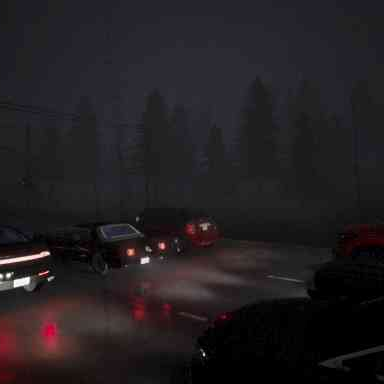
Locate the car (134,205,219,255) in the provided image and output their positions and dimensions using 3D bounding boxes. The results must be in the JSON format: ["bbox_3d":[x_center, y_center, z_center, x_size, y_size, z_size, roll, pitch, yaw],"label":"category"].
[{"bbox_3d":[-1.246,1.352,13.474,4.553,1.767,2.097,0,0,36],"label":"car"}]

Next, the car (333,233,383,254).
[{"bbox_3d":[4.362,1.601,5.184,4.718,1.301,1.895,0,0,35],"label":"car"}]

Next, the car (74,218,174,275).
[{"bbox_3d":[-3.067,1.601,10.469,4.718,1.301,1.895,0,0,37],"label":"car"}]

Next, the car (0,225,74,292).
[{"bbox_3d":[-5.196,1.492,7.692,4.902,1.511,2.128,0,0,35],"label":"car"}]

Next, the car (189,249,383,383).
[{"bbox_3d":[2.208,1.492,2.401,4.902,1.511,2.128,0,0,36],"label":"car"}]

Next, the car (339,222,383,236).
[{"bbox_3d":[6.422,1.221,8.013,5.566,2.045,2.150,0,0,35],"label":"car"}]
